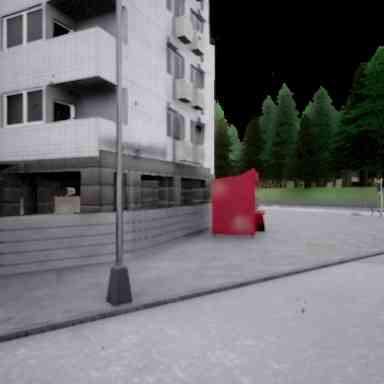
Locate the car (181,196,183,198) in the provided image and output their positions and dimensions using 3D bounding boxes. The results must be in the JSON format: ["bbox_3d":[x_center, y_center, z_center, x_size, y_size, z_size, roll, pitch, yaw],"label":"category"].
[{"bbox_3d":[-1.251,1.456,57.794,1.812,1.442,4.674,0,0,-35],"label":"car"}]
